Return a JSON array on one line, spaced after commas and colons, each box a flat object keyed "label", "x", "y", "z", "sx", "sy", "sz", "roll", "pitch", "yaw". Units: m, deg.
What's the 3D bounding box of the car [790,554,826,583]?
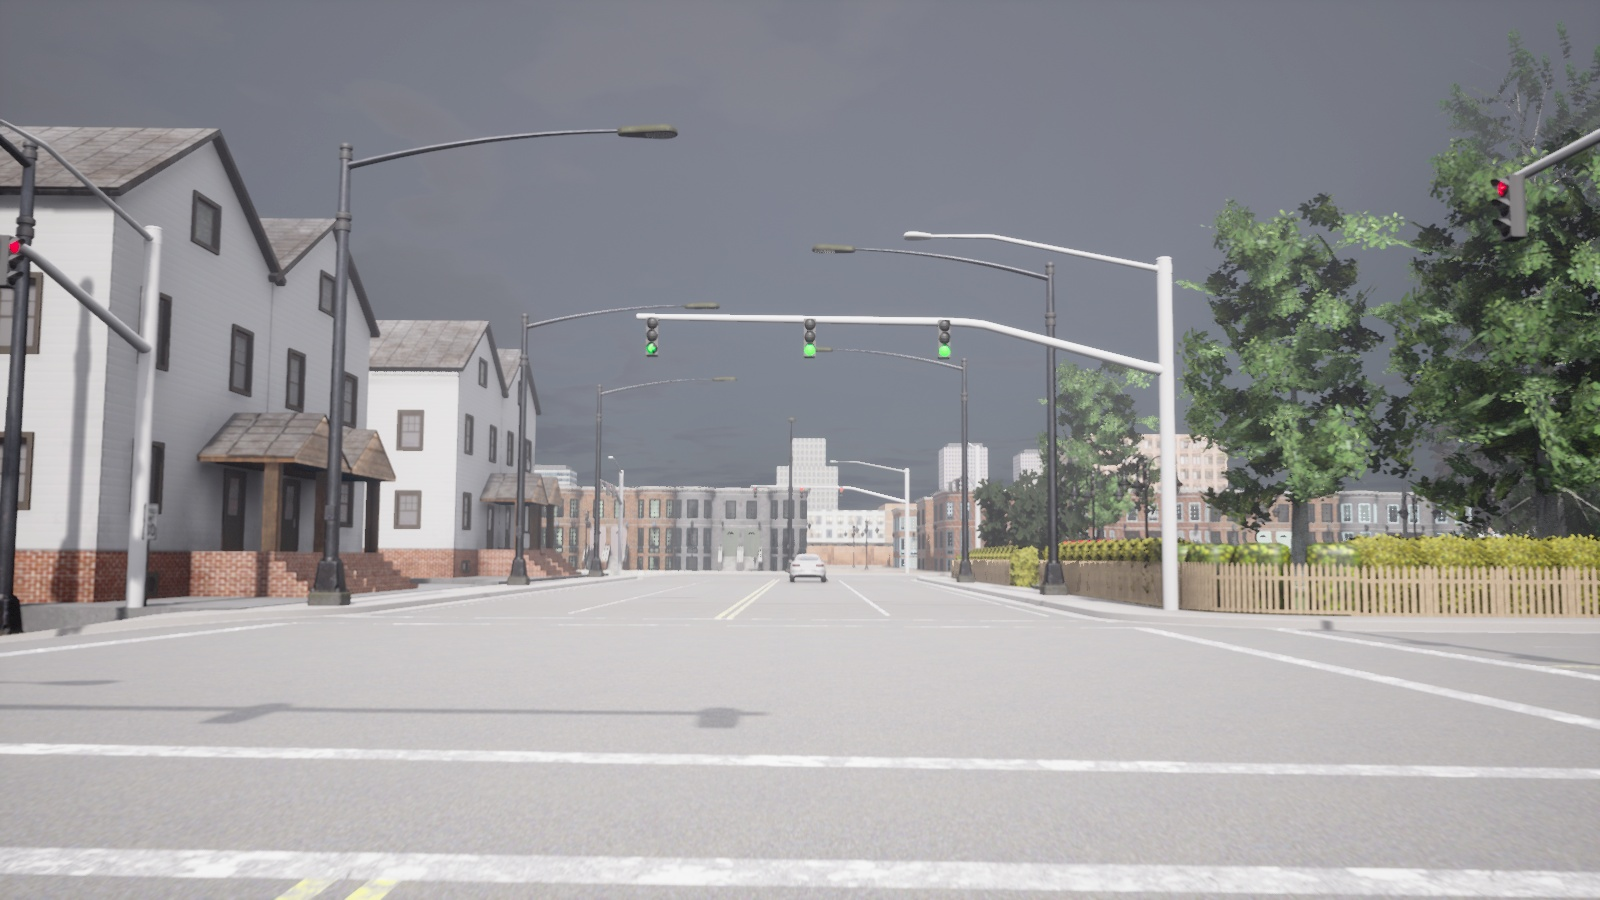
[{"label": "car", "x": 0.406, "y": 6.106, "z": 64.792, "sx": 1.812, "sy": 1.442, "sz": 4.674, "roll": 0, "pitch": -5, "yaw": 0}]
